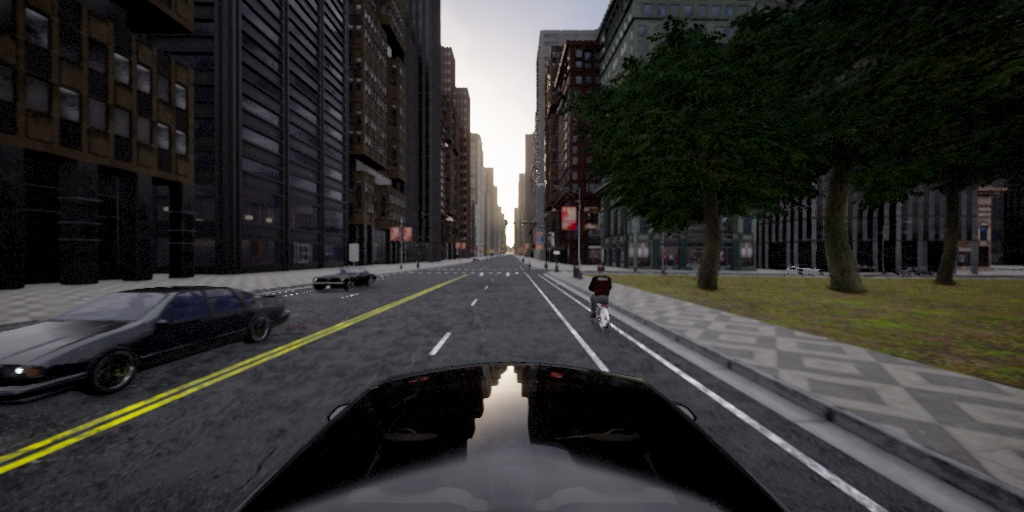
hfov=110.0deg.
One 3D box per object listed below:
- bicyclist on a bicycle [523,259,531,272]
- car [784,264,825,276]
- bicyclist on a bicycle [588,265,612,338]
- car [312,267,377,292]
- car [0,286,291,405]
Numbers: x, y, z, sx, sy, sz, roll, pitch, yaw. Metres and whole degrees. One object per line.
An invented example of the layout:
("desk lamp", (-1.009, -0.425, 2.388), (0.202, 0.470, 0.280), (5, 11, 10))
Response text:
("bicyclist on a bicycle", (2.250, 1.246, 46.467), (0.866, 1.612, 1.509), (1, 0, 0))
("car", (38.814, 1.820, 47.586), (4.674, 1.442, 1.812), (1, 0, -1))
("bicyclist on a bicycle", (2.251, 1.119, 9.282), (0.659, 1.776, 1.843), (0, 0, 0))
("car", (-9.847, 1.356, 21.431), (1.895, 1.301, 4.718), (0, 0, 0))
("car", (-6.598, 1.296, 6.815), (2.033, 1.411, 5.357), (0, 0, 0))
